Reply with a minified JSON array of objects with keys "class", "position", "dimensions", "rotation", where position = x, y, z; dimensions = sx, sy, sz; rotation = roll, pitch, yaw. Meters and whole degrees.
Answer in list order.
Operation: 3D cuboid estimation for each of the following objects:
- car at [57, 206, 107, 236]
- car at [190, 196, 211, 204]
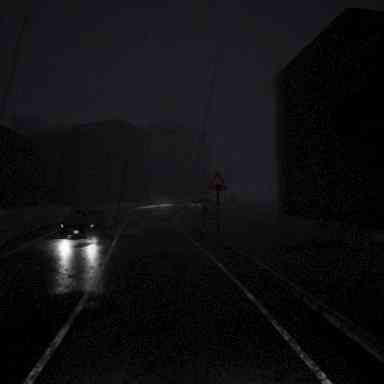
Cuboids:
[{"class":"car","position":[-5.773,1.484,18.176],"dimensions":[2.033,1.411,5.357],"rotation":[0,0,-8]},{"class":"car","position":[1.514,1.374,58.610],"dimensions":[1.895,1.301,4.718],"rotation":[-3,-1,29]}]
